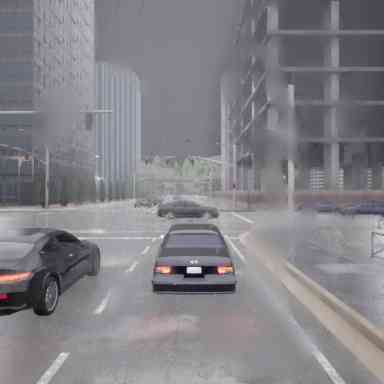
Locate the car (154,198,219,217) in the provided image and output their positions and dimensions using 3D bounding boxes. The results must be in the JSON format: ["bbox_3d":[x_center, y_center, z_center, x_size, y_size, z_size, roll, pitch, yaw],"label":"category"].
[{"bbox_3d":[-0.317,1.473,26.356,4.892,1.490,1.837,0,0,-1],"label":"car"}]

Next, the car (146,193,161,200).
[{"bbox_3d":[-7.215,1.221,58.476,2.150,2.045,5.566,0,0,0],"label":"car"}]

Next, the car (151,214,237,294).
[{"bbox_3d":[0.050,1.547,8.900,2.033,1.411,5.357,0,0,0],"label":"car"}]

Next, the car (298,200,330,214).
[{"bbox_3d":[12.964,1.509,33.698,4.181,1.385,1.994,0,0,0],"label":"car"}]

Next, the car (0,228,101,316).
[{"bbox_3d":[-3.457,1.526,7.382,1.812,1.442,4.674,0,0,0],"label":"car"}]

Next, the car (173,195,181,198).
[{"bbox_3d":[-3.691,1.540,80.914,2.033,1.411,5.357,0,0,0],"label":"car"}]

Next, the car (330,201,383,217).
[{"bbox_3d":[15.833,1.492,30.215,5.357,1.411,2.033,0,0,0],"label":"car"}]

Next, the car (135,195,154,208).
[{"bbox_3d":[-7.212,1.564,49.157,1.994,1.385,4.181,0,0,0],"label":"car"}]
